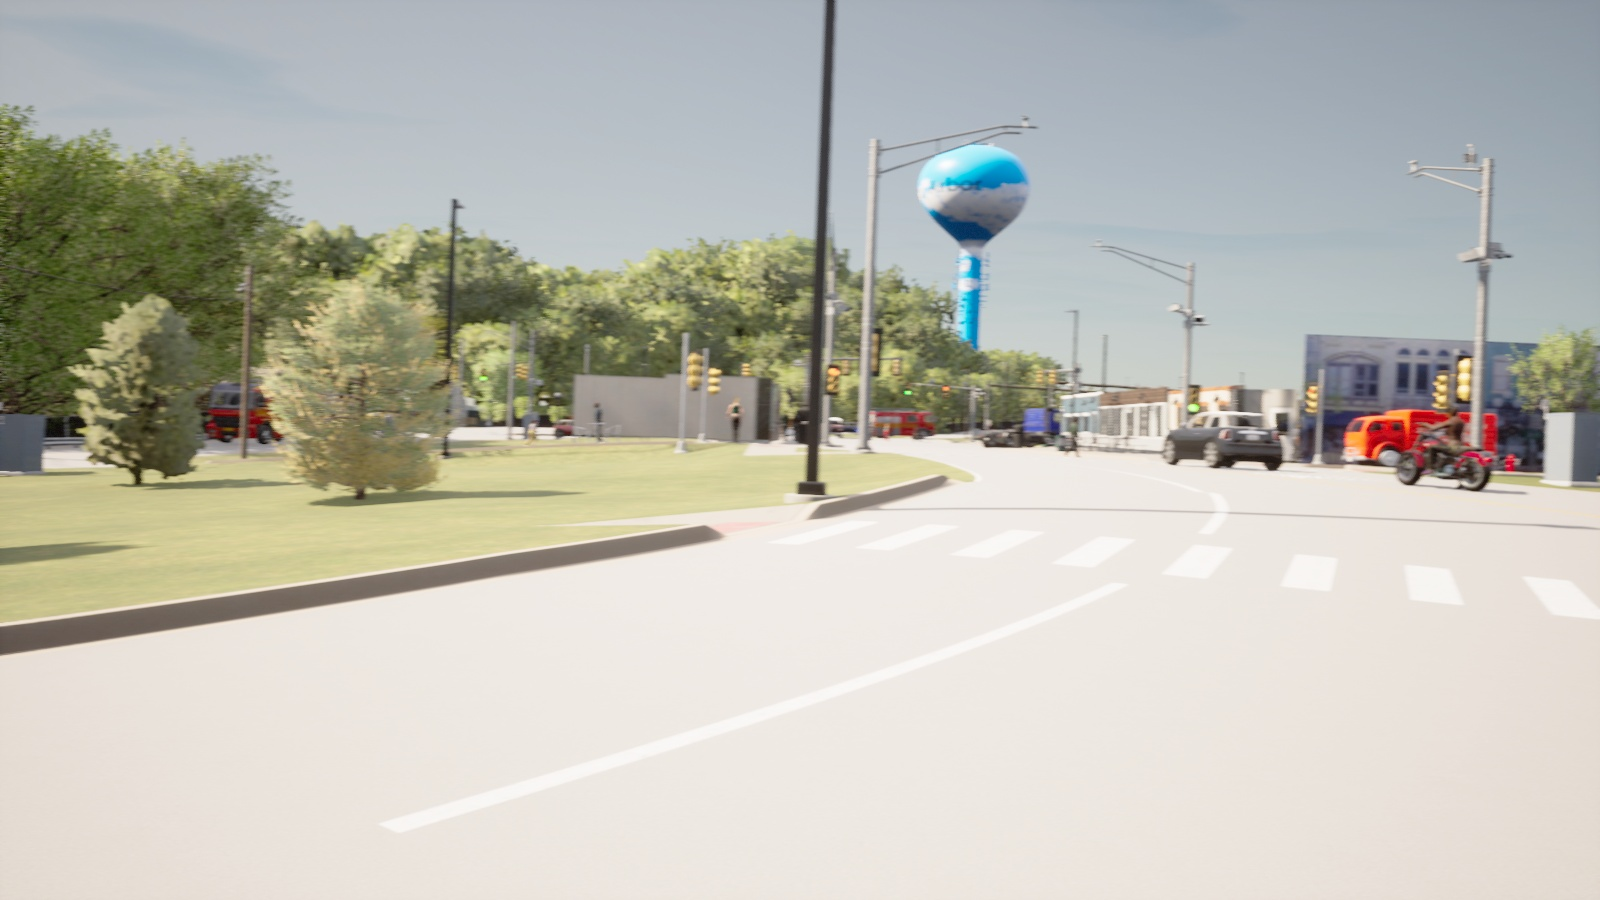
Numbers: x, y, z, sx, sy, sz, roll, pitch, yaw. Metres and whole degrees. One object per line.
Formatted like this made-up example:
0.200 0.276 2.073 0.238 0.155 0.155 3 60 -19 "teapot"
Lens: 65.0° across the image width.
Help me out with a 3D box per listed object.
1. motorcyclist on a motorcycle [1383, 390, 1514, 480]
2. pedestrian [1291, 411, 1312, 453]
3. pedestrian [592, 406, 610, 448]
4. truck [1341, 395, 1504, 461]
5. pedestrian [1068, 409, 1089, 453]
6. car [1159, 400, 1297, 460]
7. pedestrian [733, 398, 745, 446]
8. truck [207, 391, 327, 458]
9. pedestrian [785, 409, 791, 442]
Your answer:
12.542 -0.307 24.384 0.766 1.649 2.350 1 2 -17 "motorcyclist on a motorcycle"
22.427 -0.787 56.195 0.694 1.848 0.540 1 0 1 "pedestrian"
-8.803 -1.015 55.517 0.726 1.835 0.370 1 0 -9 "pedestrian"
24.855 -0.856 50.334 5.204 2.467 2.627 1 0 2 "truck"
12.383 -0.845 55.764 0.788 1.949 0.423 1 0 -3 "pedestrian"
11.253 -0.536 33.296 1.970 1.475 3.806 1 1 -7 "car"
-2.339 -1.083 48.244 0.345 1.836 0.594 1 0 -8 "pedestrian"
-32.188 -1.614 76.275 2.891 3.827 8.468 1 2 7 "truck"
-0.678 -1.358 70.632 0.353 1.847 0.614 1 0 -1 "pedestrian"
